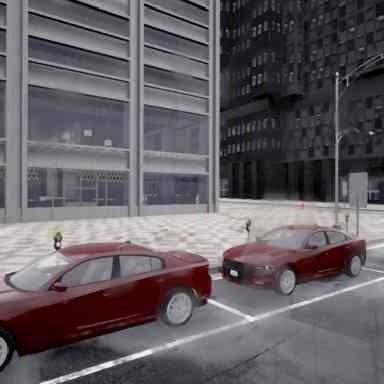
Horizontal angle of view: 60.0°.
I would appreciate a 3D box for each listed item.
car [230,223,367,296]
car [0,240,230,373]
[{"bbox_3d":[2.754,1.545,8.642,4.507,1.381,1.887,0,0,-36],"label":"car"},{"bbox_3d":[-1.739,1.545,5.426,4.507,1.381,1.887,0,0,-36],"label":"car"}]
